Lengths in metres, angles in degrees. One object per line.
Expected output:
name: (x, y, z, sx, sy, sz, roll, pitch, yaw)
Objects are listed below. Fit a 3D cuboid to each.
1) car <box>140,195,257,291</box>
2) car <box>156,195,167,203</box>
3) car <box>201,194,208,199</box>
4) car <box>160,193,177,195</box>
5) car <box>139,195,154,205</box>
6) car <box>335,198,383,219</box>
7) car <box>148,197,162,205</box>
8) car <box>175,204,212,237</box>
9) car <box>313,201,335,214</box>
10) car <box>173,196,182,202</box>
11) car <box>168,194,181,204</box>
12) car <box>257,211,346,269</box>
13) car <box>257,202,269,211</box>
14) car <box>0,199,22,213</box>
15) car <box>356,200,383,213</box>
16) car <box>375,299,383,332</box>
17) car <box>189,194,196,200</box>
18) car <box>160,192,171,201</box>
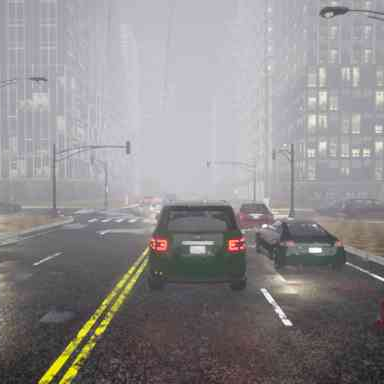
car: (0.120, 1.217, 9.170, 2.150, 2.045, 5.566, 0, 0, 0)
car: (-6.359, 1.417, 69.187, 1.882, 1.535, 5.008, 0, 0, 0)
car: (3.438, 1.215, 91.619, 1.882, 1.535, 5.008, 0, 0, 0)
car: (-3.258, 1.183, 51.726, 2.150, 2.045, 5.566, 0, 0, -1)
car: (-6.521, 1.315, 49.943, 2.097, 1.767, 4.553, 0, 0, 1)
car: (16.263, 1.517, 30.386, 5.009, 1.841, 2.192, 1, 0, 1)
car: (-6.452, 1.554, 58.933, 1.895, 1.301, 4.718, 0, 0, 0)
car: (0.135, 1.515, 18.852, 1.812, 1.442, 4.674, 0, 0, 2)
car: (16.120, 1.654, 36.169, 5.357, 1.411, 2.033, 1, 1, 1)
car: (-3.105, 1.532, 71.590, 1.895, 1.301, 4.718, 0, 0, 0)
car: (-3.188, 1.302, 61.537, 2.097, 1.767, 4.553, 0, 0, 0)
car: (3.373, 1.558, 11.097, 1.994, 1.385, 4.181, 0, 0, 0)
car: (3.390, 1.341, 19.711, 2.097, 1.767, 4.553, 0, 0, 0)
car: (-19.572, 1.404, 33.638, 4.181, 1.385, 1.994, 1, 1, 1)
car: (21.888, 1.641, 38.661, 4.829, 1.417, 1.752, 1, 0, 1)
car: (3.355, 1.600, 2.272, 1.895, 1.301, 4.718, 0, 0, 0)
car: (0.190, 1.427, 92.877, 1.812, 1.442, 4.674, 0, 0, 0)
car: (-6.338, 1.150, 79.757, 2.150, 2.045, 5.566, 0, 0, 0)
